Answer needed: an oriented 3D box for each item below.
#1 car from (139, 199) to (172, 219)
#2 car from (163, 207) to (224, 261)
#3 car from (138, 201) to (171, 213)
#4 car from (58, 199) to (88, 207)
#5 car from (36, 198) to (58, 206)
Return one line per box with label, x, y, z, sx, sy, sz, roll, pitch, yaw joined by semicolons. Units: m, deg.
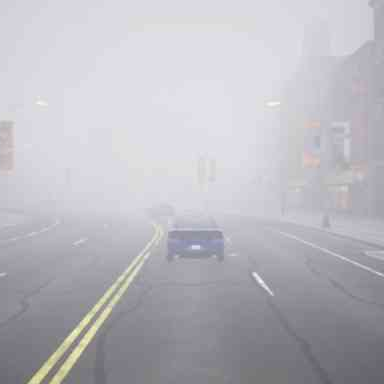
car;-3.104;1.625;30.695;2.128;1.511;4.902;0;0;-22
car;0.080;1.533;12.557;1.882;1.535;5.008;0;0;-1
car;-4.625;1.777;40.555;1.895;1.301;4.718;0;0;-35
car;-20.426;1.844;57.670;4.718;1.301;1.895;0;0;30
car;-25.729;1.778;59.844;4.674;1.452;2.002;0;0;20
